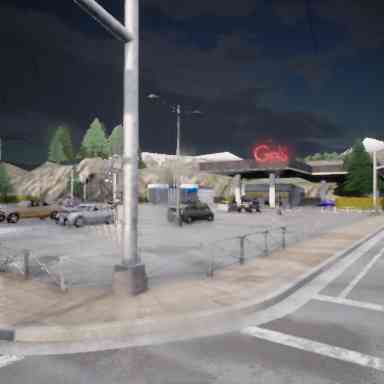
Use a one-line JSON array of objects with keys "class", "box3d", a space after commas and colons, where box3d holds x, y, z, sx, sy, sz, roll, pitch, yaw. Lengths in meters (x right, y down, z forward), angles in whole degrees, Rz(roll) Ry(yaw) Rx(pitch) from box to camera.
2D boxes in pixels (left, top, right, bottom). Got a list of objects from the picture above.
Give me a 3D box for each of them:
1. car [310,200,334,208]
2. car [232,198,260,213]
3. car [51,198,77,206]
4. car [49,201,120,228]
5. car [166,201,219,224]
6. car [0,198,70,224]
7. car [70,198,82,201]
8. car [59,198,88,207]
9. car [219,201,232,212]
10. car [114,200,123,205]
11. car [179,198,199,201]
[{"class": "car", "box3d": [27.437, 2.496, 70.155, 4.611, 1.667, 2.242, 0, -1, 35]}, {"class": "car", "box3d": [7.293, 1.691, 42.767, 1.905, 1.878, 3.866, 0, -1, 35]}, {"class": "car", "box3d": [-25.601, 2.018, 66.772, 2.007, 1.523, 4.514, 0, -1, 35]}, {"class": "car", "box3d": [-7.158, 1.551, 22.455, 1.970, 1.475, 3.806, 0, -1, 35]}, {"class": "car", "box3d": [-0.089, 1.695, 26.077, 2.007, 1.523, 4.514, 0, -1, 35]}, {"class": "car", "box3d": [-12.575, 1.478, 25.911, 2.152, 1.636, 5.027, 0, -1, 35]}, {"class": "car", "box3d": [-17.805, 1.887, 51.879, 1.845, 1.501, 3.633, 0, -1, 35]}, {"class": "car", "box3d": [-23.014, 2.005, 64.997, 2.152, 1.636, 5.027, 0, -1, 35]}, {"class": "car", "box3d": [4.936, 1.987, 45.189, 1.970, 1.475, 3.806, 0, -1, 35]}, {"class": "car", "box3d": [-9.685, 1.850, 46.055, 2.007, 1.523, 4.514, 0, -1, 35]}, {"class": "car", "box3d": [0.056, 1.623, 38.259, 1.932, 1.855, 4.605, 0, -1, 35]}]
